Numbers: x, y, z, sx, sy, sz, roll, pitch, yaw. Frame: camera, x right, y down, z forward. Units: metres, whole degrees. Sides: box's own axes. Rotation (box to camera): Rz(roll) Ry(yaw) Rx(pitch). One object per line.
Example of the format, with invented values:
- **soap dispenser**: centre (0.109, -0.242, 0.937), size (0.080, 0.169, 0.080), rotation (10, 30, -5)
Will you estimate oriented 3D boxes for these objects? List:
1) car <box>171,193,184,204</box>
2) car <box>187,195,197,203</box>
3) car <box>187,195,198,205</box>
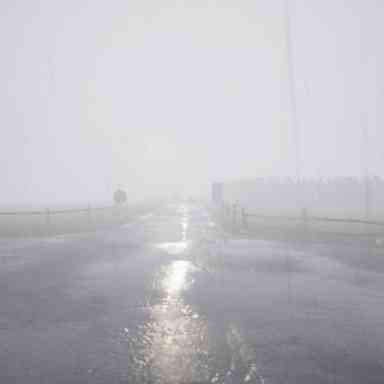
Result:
- **car**: centre (-2.740, 1.142, 62.195), size (2.150, 2.045, 5.566), rotation (0, 0, 0)
- **car**: centre (0.011, 1.414, 68.060), size (1.837, 1.490, 4.892), rotation (0, 0, 0)
- **car**: centre (0.009, 1.529, 58.085), size (1.895, 1.301, 4.718), rotation (0, 0, 0)
